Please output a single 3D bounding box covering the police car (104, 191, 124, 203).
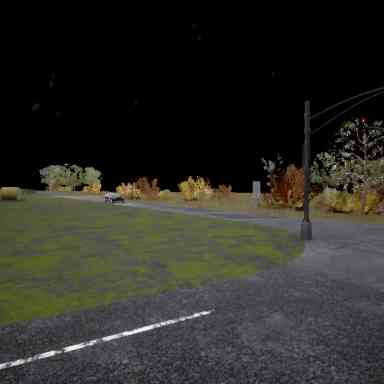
[{"bbox_3d":[-11.650,0.744,49.720,1.930,1.638,5.238,1,0,-32],"label":"police car"}]
